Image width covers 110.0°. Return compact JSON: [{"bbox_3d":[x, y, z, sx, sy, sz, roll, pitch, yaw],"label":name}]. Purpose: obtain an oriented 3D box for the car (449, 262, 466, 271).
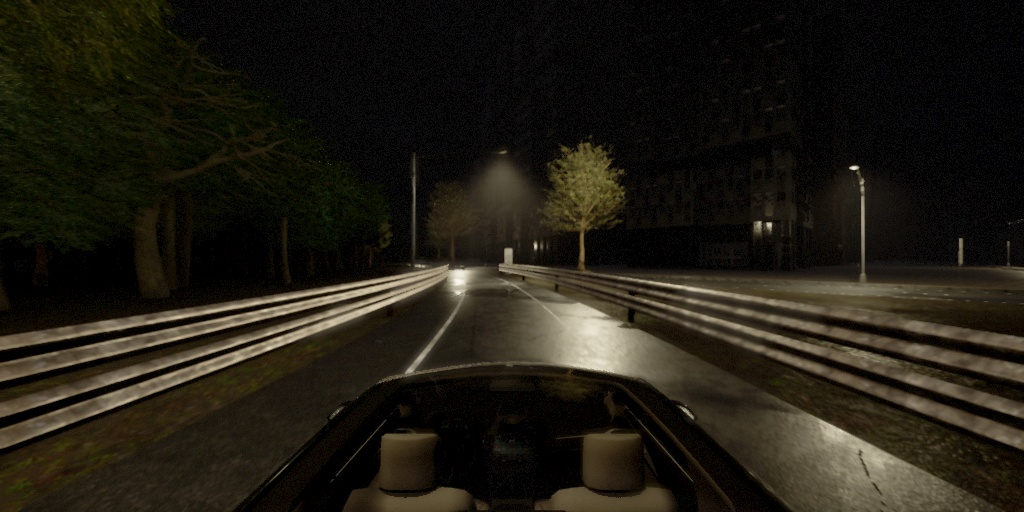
[{"bbox_3d":[-8.545,1.624,55.542,1.895,1.301,4.718,0,0,-20],"label":"car"}]
